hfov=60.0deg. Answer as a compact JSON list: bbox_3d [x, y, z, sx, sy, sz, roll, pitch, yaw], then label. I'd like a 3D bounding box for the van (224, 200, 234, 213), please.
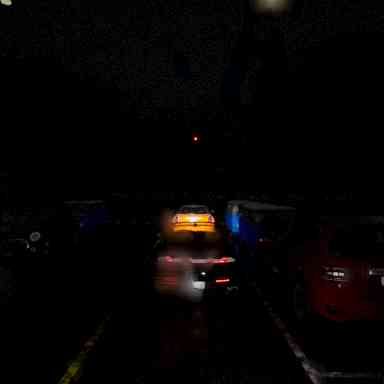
[{"bbox_3d":[2.727,1.342,17.863,1.690,1.788,3.998,0,0,0],"label":"van"}]

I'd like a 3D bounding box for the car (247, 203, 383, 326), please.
[{"bbox_3d":[2.749,1.315,6.988,2.192,1.841,5.009,0,0,0],"label":"car"}]

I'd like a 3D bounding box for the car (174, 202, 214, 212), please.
[{"bbox_3d":[0.104,1.353,17.558,2.097,1.767,4.553,0,0,1],"label":"car"}]

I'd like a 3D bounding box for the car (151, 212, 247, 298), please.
[{"bbox_3d":[0.086,1.492,8.508,2.128,1.511,4.902,0,0,0],"label":"car"}]

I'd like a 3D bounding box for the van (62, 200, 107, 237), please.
[{"bbox_3d":[-5.798,1.342,17.846,1.690,1.788,3.998,0,0,0],"label":"van"}]

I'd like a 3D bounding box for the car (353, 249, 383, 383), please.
[{"bbox_3d":[2.760,1.440,1.550,1.967,1.590,4.097,0,0,0],"label":"car"}]

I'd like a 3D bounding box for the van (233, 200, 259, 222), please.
[{"bbox_3d":[2.738,1.342,12.425,1.690,1.788,3.998,0,0,0],"label":"van"}]

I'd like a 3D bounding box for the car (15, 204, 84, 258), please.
[{"bbox_3d":[-5.787,1.441,12.408,1.967,1.590,4.097,0,0,0],"label":"car"}]

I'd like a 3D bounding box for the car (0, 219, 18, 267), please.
[{"bbox_3d":[-5.776,1.525,6.801,1.752,1.417,4.829,0,0,0],"label":"car"}]
